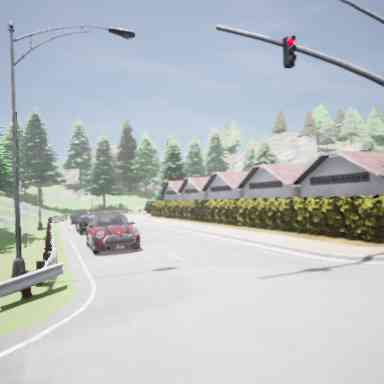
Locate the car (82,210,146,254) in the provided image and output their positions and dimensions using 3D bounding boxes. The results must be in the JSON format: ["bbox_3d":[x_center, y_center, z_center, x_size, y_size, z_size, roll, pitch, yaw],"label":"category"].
[{"bbox_3d":[-4.013,1.893,16.580,2.097,1.767,4.553,-2,-1,-23],"label":"car"}]

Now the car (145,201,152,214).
[{"bbox_3d":[-4.732,2.310,52.193,5.566,2.045,2.150,-1,-1,-35],"label":"car"}]

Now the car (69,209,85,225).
[{"bbox_3d":[-12.261,2.680,36.468,1.837,1.490,4.892,-2,-1,-20],"label":"car"}]

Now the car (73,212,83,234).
[{"bbox_3d":[-7.846,2.435,25.672,1.895,1.301,4.718,-2,-1,-23],"label":"car"}]
